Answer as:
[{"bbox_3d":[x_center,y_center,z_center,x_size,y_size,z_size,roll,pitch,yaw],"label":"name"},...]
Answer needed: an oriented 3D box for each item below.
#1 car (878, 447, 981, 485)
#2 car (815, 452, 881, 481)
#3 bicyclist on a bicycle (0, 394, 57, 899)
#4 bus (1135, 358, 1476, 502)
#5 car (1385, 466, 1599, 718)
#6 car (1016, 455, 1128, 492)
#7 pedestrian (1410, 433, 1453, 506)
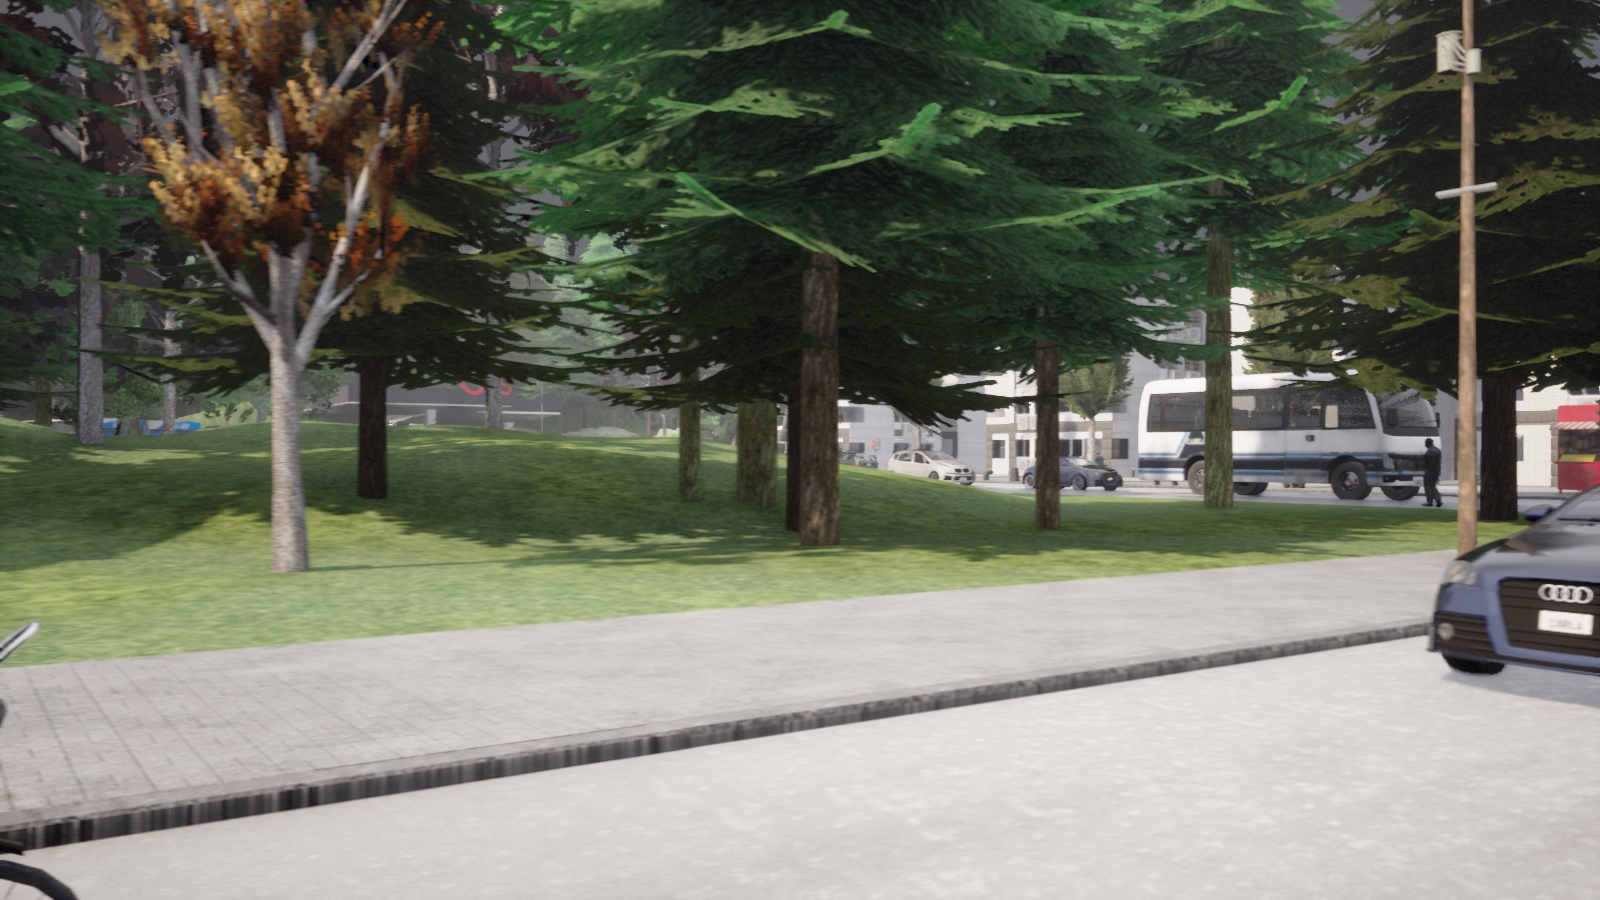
[{"bbox_3d":[5.920,0.719,57.730,2.242,1.667,4.611,0,0,-35],"label":"car"},{"bbox_3d":[2.610,0.889,69.481,1.789,1.549,3.705,0,0,-35],"label":"car"},{"bbox_3d":[-2.439,0.693,2.573,1.509,1.612,0.866,0,0,-35],"label":"bicyclist on a bicycle"},{"bbox_3d":[16.636,-0.562,42.450,3.944,4.253,10.273,0,0,-33],"label":"bus"},{"bbox_3d":[6.055,0.817,8.498,4.181,1.385,1.994,0,0,-35],"label":"car"},{"bbox_3d":[10.896,0.910,50.575,1.994,1.385,4.181,0,0,-35],"label":"car"},{"bbox_3d":[16.538,0.501,32.909,0.563,1.883,0.849,0,0,-42],"label":"pedestrian"}]
